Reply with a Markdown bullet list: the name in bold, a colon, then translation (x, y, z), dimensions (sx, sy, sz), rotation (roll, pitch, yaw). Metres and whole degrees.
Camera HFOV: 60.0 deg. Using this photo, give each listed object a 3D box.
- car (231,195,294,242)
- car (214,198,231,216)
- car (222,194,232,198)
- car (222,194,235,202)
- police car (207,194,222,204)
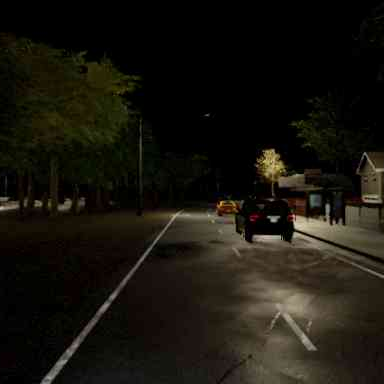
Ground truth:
- **car**: translation (3.602, 1.361, 17.344), dimensions (2.150, 2.045, 5.566), rotation (0, 0, 0)
- **car**: translation (3.683, 1.718, 35.454), dimensions (1.882, 1.535, 5.008), rotation (0, 0, 1)
- **car**: translation (7.813, 1.635, 84.584), dimensions (2.150, 2.045, 5.566), rotation (0, 0, 19)
- **car**: translation (9.908, 1.644, 90.177), dimensions (2.150, 2.045, 5.566), rotation (0, 0, 22)
- **police car**: translation (4.824, 1.821, 75.174), dimensions (1.930, 1.638, 5.238), rotation (0, 0, 16)
